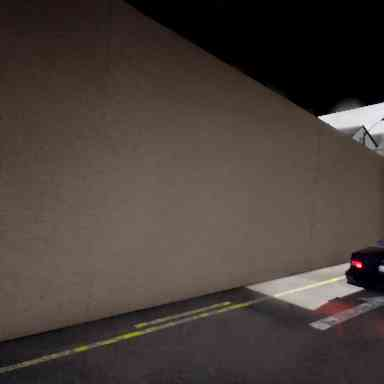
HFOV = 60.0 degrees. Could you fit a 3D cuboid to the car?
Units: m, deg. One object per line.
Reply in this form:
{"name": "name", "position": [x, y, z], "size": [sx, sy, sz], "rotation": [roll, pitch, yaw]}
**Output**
{"name": "car", "position": [5.793, 1.546, 7.889], "size": [5.357, 1.411, 2.033], "rotation": [0, 0, -36]}
